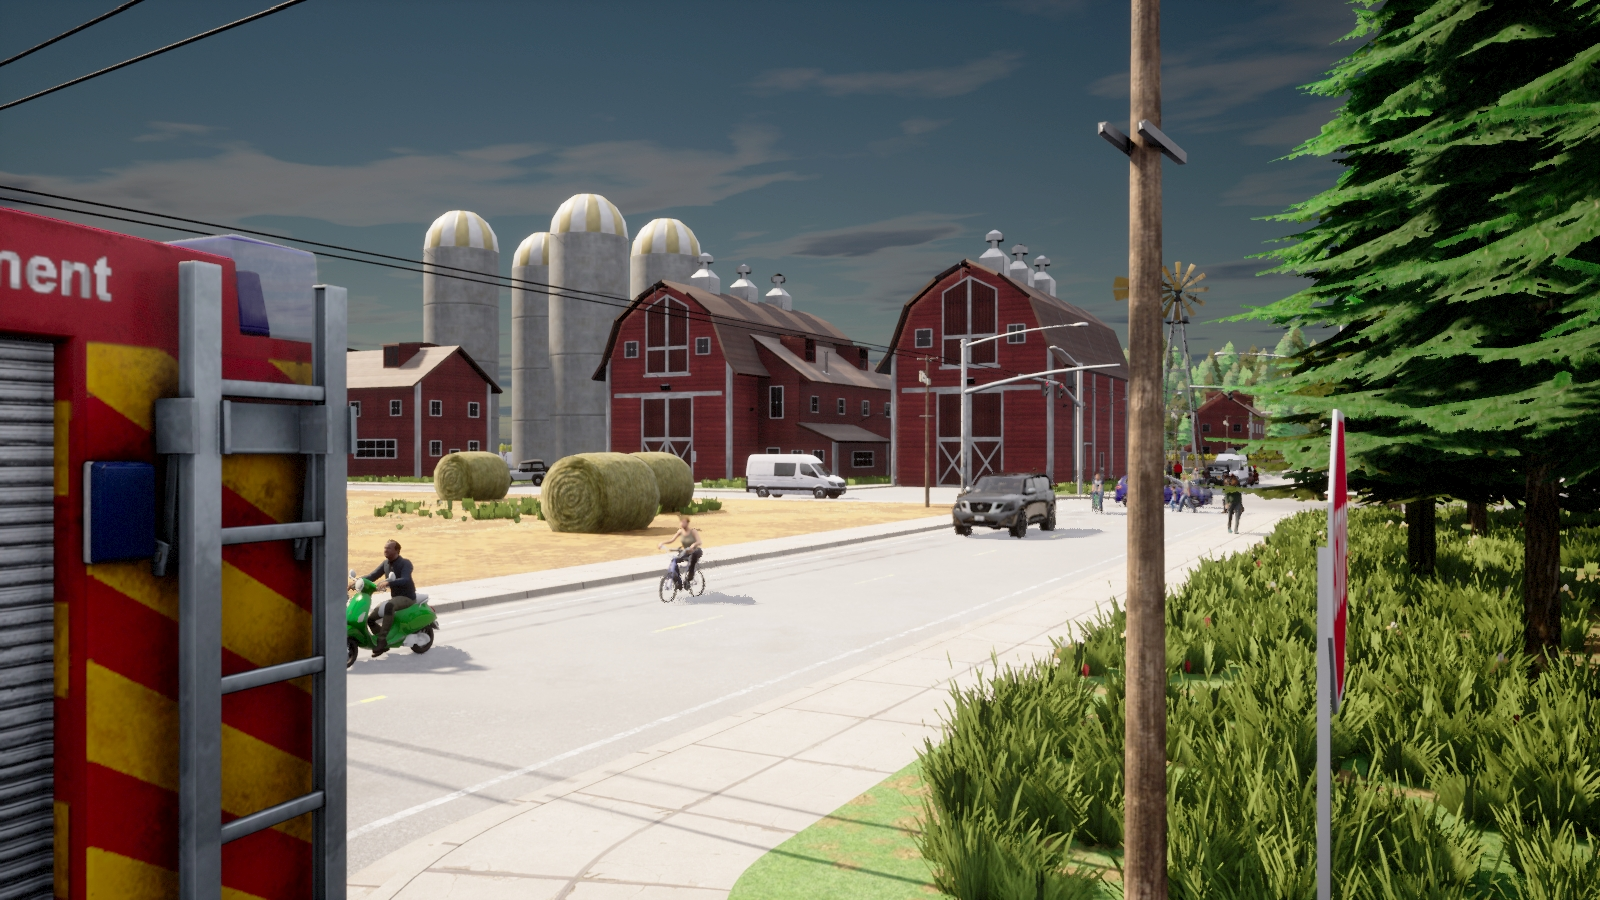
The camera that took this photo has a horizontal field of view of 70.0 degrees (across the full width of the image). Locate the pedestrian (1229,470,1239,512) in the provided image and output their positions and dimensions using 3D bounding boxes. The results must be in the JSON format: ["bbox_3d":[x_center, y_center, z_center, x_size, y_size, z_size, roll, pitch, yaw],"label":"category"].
[{"bbox_3d":[19.384,1.842,51.003,0.375,1.860,0.375,0,0,30],"label":"pedestrian"}]

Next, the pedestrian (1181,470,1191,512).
[{"bbox_3d":[17.266,1.848,51.131,0.375,1.860,0.375,0,0,28],"label":"pedestrian"}]

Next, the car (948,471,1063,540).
[{"bbox_3d":[7.061,1.779,38.670,2.150,2.045,5.566,0,0,29],"label":"car"}]

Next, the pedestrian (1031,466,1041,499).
[{"bbox_3d":[13.271,1.822,64.274,0.375,1.860,0.375,0,0,-22],"label":"pedestrian"}]

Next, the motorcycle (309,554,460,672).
[{"bbox_3d":[-5.557,2.142,15.380,0.856,1.316,1.805,0,0,28],"label":"motorcycle"}]

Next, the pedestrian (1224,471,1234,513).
[{"bbox_3d":[18.865,1.848,50.275,0.375,1.860,0.375,0,0,27],"label":"pedestrian"}]

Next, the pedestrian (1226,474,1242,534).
[{"bbox_3d":[13.691,1.696,36.055,0.375,1.860,0.375,0,0,5],"label":"pedestrian"}]

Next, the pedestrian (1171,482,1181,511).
[{"bbox_3d":[17.157,2.121,52.108,0.375,1.300,0.375,0,0,31],"label":"pedestrian"}]

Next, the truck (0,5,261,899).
[{"bbox_3d":[-6.085,0.867,3.637,8.468,3.827,2.891,0,0,22],"label":"truck"}]

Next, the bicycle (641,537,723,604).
[{"bbox_3d":[-2.215,2.256,21.588,0.859,1.080,1.487,0,0,28],"label":"bicycle"}]

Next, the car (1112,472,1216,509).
[{"bbox_3d":[17.952,1.953,56.369,4.611,1.667,2.242,0,0,27],"label":"car"}]

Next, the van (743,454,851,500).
[{"bbox_3d":[-0.188,1.504,65.713,5.915,2.561,1.988,0,0,27],"label":"van"}]
